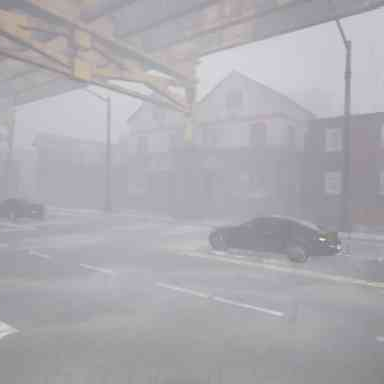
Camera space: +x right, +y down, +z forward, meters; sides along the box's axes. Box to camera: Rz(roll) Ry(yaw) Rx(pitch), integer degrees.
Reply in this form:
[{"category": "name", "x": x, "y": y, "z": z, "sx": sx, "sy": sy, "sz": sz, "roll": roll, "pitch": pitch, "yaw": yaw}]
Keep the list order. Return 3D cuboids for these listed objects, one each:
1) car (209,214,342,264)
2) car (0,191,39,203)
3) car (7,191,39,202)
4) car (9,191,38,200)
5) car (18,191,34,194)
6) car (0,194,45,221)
[{"category": "car", "x": 2.800, "y": 1.520, "z": 11.883, "sx": 4.674, "sy": 1.442, "sz": 1.812, "roll": 1, "pitch": 0, "yaw": 37}, {"category": "car", "x": -24.540, "y": 0.712, "z": 47.426, "sx": 4.974, "sy": 1.542, "sz": 2.038, "roll": 1, "pitch": 0, "yaw": -23}, {"category": "car", "x": -25.760, "y": 0.669, "z": 50.952, "sx": 2.038, "sy": 1.542, "sz": 4.974, "roll": 1, "pitch": 0, "yaw": 7}, {"category": "car", "x": -25.751, "y": 0.512, "z": 51.003, "sx": 1.853, "sy": 1.218, "sz": 4.536, "roll": 1, "pitch": 0, "yaw": 7}, {"category": "car", "x": -24.490, "y": 0.556, "z": 47.446, "sx": 4.536, "sy": 1.218, "sz": 1.853, "roll": 1, "pitch": 0, "yaw": -23}, {"category": "car", "x": -12.194, "y": 1.112, "z": 23.083, "sx": 5.008, "sy": 1.535, "sz": 1.882, "roll": 1, "pitch": 0, "yaw": 37}]
